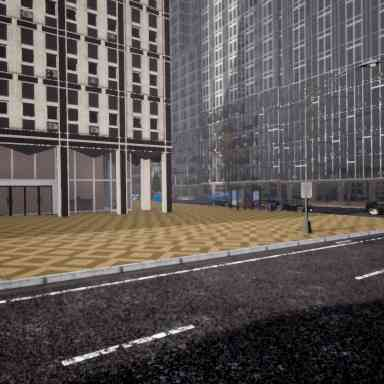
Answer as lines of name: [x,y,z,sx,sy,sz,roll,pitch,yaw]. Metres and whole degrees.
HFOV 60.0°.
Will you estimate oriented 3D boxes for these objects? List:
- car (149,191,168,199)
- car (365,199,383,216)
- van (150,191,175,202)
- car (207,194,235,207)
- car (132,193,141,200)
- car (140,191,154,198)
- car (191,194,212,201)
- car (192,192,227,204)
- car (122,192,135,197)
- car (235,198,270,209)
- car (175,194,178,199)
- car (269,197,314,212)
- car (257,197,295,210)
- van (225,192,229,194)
car: [-7.914,0.615,77.505,2.192,1.841,5.009,0,1,-34]
car: [18.109,1.369,29.552,1.882,1.535,5.008,-1,1,-37]
van: [-5.197,0.937,58.703,1.690,1.788,3.998,0,1,-34]
car: [4.388,1.319,44.606,1.947,1.339,4.313,0,1,-34]
car: [-11.619,1.039,68.085,2.008,1.369,4.403,0,1,-34]
car: [-11.124,0.686,82.196,1.967,1.590,4.097,0,1,-34]
car: [1.718,1.043,63.437,1.802,1.307,4.206,0,1,-34]
car: [2.548,1.193,51.979,2.033,1.411,5.357,-1,1,-34]
car: [-17.544,0.688,91.577,2.008,1.369,4.403,0,1,-34]
car: [7.550,1.388,39.884,1.802,1.307,4.206,0,1,-34]
car: [-4.703,0.936,72.818,1.802,1.307,4.206,0,1,-34]
car: [10.747,1.424,35.182,1.947,1.339,4.313,0,1,-34]
car: [10.238,1.334,40.736,1.994,1.385,4.181,-1,1,-34]
van: [4.928,0.855,58.744,1.690,1.788,3.998,0,1,-34]
